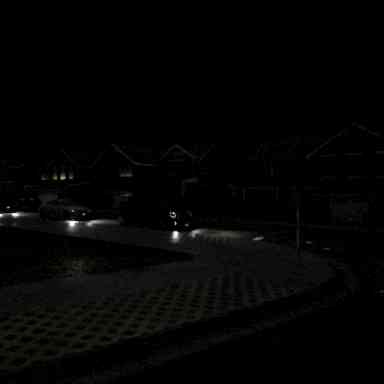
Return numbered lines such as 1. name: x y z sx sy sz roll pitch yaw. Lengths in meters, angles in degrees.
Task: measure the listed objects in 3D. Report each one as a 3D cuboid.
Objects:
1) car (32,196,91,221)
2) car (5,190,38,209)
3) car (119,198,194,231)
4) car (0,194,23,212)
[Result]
1. car: -9.470 1.248 24.534 4.674 1.442 1.812 1 0 35
2. car: -17.751 0.779 33.814 5.566 2.045 2.150 1 0 35
3. car: -2.118 1.200 19.474 4.553 1.767 2.097 1 0 35
4. car: -17.673 1.145 30.185 4.181 1.385 1.994 1 0 34
